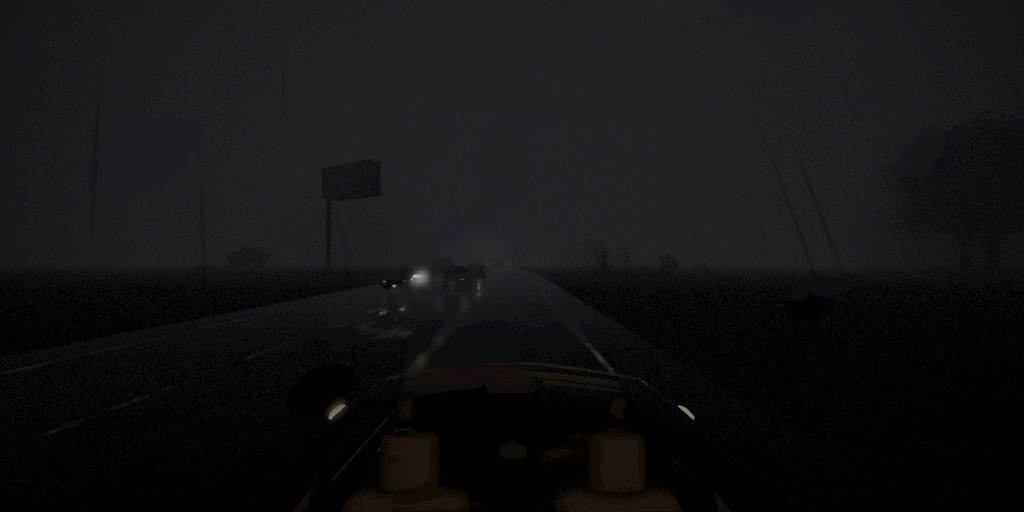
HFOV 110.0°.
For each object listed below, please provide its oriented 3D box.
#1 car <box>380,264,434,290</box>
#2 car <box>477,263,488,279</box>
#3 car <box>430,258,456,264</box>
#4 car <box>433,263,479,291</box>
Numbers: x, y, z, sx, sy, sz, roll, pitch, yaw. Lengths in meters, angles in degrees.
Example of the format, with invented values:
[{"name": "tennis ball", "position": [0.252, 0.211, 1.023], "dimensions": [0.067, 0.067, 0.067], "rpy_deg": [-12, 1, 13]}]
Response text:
[{"name": "car", "position": [-6.994, 1.434, 24.008], "dimensions": [2.033, 1.411, 5.357], "rpy_deg": [0, 0, 0]}, {"name": "car", "position": [-3.501, 1.456, 36.013], "dimensions": [2.128, 1.511, 4.902], "rpy_deg": [0, 0, 1]}, {"name": "car", "position": [-6.989, 1.189, 36.811], "dimensions": [2.150, 2.045, 5.566], "rpy_deg": [0, -1, 0]}, {"name": "car", "position": [-3.502, 1.392, 23.364], "dimensions": [1.837, 1.490, 4.892], "rpy_deg": [0, -1, 0]}]
